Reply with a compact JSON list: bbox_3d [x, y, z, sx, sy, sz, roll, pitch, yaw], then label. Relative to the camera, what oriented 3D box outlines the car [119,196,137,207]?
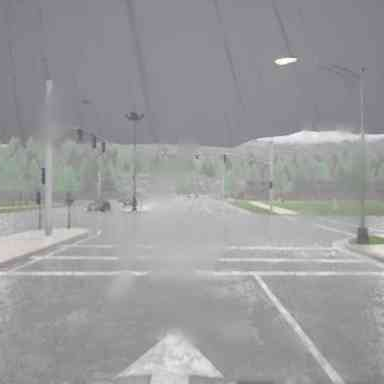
[{"bbox_3d":[-10.820,1.753,58.398,2.128,1.511,4.902,0,0,1],"label":"car"}]

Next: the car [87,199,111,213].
[{"bbox_3d":[-11.071,1.670,39.869,2.128,1.511,4.902,0,0,1],"label":"car"}]

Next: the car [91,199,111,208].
[{"bbox_3d":[-14.436,1.802,53.194,1.994,1.385,4.181,0,0,1],"label":"car"}]
